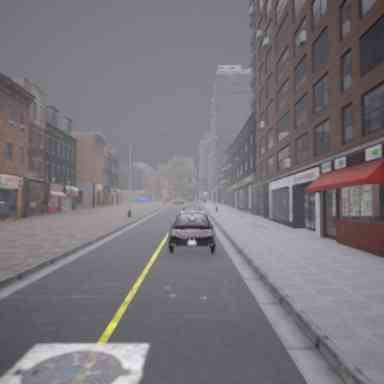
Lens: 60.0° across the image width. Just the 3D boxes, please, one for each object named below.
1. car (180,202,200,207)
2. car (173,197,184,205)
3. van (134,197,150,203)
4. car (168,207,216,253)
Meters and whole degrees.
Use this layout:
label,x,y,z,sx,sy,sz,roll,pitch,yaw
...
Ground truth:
label,x,y,z,sx,sy,sz,roll,pitch,yaw
car,0.006,1.835,29.155,1.895,1.301,4.718,0,0,0
car,-2.741,1.771,68.976,2.097,1.767,4.553,0,-1,0
van,-12.914,2.115,86.412,3.998,1.788,1.690,0,-3,0
car,0.006,1.627,14.331,2.128,1.511,4.902,0,0,0
